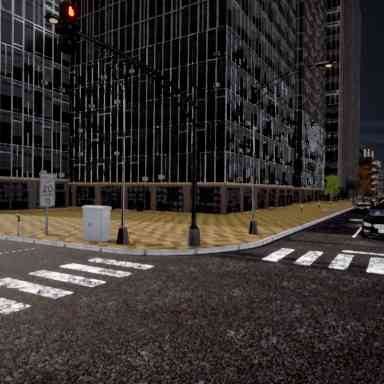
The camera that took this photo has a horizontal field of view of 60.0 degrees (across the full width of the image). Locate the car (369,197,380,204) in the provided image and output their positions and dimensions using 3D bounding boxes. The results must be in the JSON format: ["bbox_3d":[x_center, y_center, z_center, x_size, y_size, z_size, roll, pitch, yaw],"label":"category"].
[{"bbox_3d":[36.940,1.711,67.245,1.802,1.307,4.206,1,0,31],"label":"car"}]

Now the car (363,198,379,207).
[{"bbox_3d":[28.415,1.639,52.792,2.008,1.369,4.403,1,0,31],"label":"car"}]

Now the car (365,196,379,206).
[{"bbox_3d":[31.254,1.542,57.610,1.967,1.590,4.097,1,0,31],"label":"car"}]

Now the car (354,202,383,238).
[{"bbox_3d":[9.886,1.513,17.119,2.128,1.511,4.902,1,0,31],"label":"car"}]

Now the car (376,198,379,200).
[{"bbox_3d":[20.319,1.551,34.316,1.882,1.535,5.008,1,0,31],"label":"car"}]

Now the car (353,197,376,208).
[{"bbox_3d":[19.780,1.597,38.406,2.008,1.369,4.403,1,0,31],"label":"car"}]

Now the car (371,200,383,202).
[{"bbox_3d":[14.863,1.571,25.360,1.812,1.442,4.674,1,0,31],"label":"car"}]
